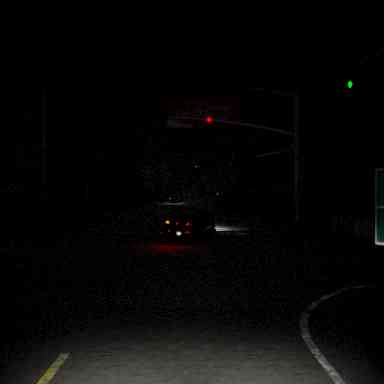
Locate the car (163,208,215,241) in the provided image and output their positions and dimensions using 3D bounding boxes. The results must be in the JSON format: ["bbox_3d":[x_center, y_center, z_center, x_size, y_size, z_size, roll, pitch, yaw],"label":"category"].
[{"bbox_3d":[-0.019,1.579,17.345,1.837,1.490,4.892,4,2,14],"label":"car"}]

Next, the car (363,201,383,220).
[{"bbox_3d":[18.625,1.672,30.678,4.611,1.667,2.242,0,0,0],"label":"car"}]

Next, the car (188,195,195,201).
[{"bbox_3d":[-0.130,1.552,86.342,1.994,1.385,4.181,0,0,0],"label":"car"}]

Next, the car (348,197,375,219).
[{"bbox_3d":[14.311,1.504,24.998,3.866,1.878,1.905,0,0,0],"label":"car"}]

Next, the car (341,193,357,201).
[{"bbox_3d":[34.741,1.489,71.903,2.007,1.523,4.514,0,0,0],"label":"car"}]

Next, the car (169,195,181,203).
[{"bbox_3d":[-3.612,1.352,68.598,2.097,1.767,4.553,0,0,0],"label":"car"}]

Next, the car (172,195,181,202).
[{"bbox_3d":[-3.619,1.540,78.920,2.033,1.411,5.357,0,0,0],"label":"car"}]

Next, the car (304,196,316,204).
[{"bbox_3d":[22.355,1.552,64.083,1.970,1.475,3.806,0,0,0],"label":"car"}]
